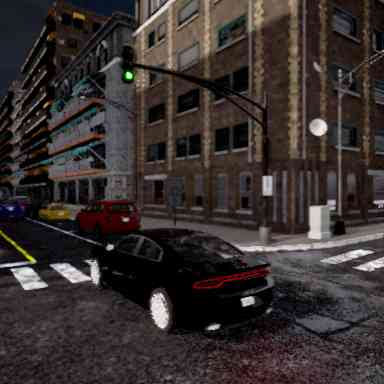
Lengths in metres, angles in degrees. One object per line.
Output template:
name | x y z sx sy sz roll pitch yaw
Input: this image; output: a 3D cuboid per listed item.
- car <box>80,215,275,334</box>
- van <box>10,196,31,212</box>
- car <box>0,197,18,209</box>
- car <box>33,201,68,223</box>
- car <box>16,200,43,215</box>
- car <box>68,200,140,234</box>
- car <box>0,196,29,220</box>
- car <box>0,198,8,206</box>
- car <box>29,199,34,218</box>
car | -0.584 1.496 7.032 1.882 1.535 5.008 0 0 -35
van | -20.430 1.410 39.607 1.690 1.788 3.998 0 0 -35
car | -26.853 1.536 48.647 1.967 1.590 4.097 0 0 -35
car | -10.892 1.568 26.184 1.752 1.417 4.829 0 0 -35
car | -17.217 1.603 35.086 1.887 1.381 4.507 0 0 -35
car | -4.368 1.343 17.002 2.192 1.841 5.009 0 0 -35
car | -15.602 1.395 28.171 2.097 1.767 4.553 0 0 -35
car | -33.277 1.679 57.688 2.008 1.369 4.403 0 0 -35
car | -14.005 1.616 30.565 1.947 1.339 4.313 0 0 -35
